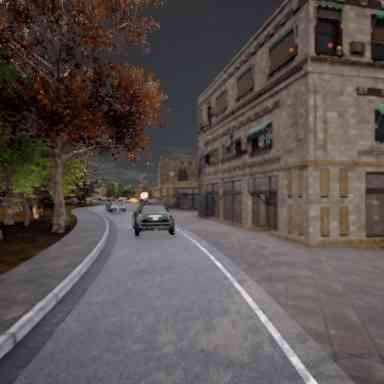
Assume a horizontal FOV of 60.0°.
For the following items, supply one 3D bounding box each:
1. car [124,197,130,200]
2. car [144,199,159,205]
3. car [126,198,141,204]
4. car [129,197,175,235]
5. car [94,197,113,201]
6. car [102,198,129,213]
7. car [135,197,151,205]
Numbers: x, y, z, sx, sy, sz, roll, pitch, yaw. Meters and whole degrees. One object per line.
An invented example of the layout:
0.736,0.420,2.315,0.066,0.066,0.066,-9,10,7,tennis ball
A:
-18.471,2.164,90.038,2.185,1.767,4.553,4,-3,-33,car
-11.441,2.804,94.524,2.231,1.521,4.892,4,-2,-33,car
-16.126,2.469,91.505,2.097,1.535,5.008,4,-3,-33,car
-2.327,1.387,19.148,2.097,1.767,4.553,0,0,-12,car
-23.117,1.943,86.970,2.163,1.488,4.792,5,-3,-33,car
-9.107,1.718,39.493,1.895,1.301,4.718,0,0,-21,car
-13.790,2.390,93.054,2.435,2.045,5.566,4,-3,-33,car
